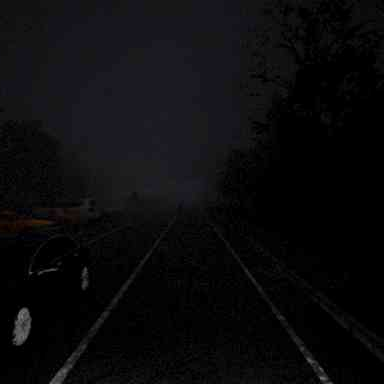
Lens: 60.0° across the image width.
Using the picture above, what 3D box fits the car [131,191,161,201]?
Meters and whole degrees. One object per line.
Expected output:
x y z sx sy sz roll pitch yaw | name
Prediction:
-10.281 1.388 72.904 5.566 2.045 2.435 0 0 0 | car

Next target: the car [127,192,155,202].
-10.306 1.494 67.332 4.553 1.767 2.185 0 0 0 | car

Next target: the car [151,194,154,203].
-10.316 1.628 64.545 4.792 1.488 2.163 0 0 0 | car

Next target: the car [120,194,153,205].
-10.268 1.606 61.761 4.792 1.488 2.163 0 0 0 | car

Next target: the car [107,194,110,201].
-23.293 1.591 81.136 5.008 1.535 2.097 0 1 0 | car

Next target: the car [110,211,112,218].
-10.102 1.934 31.942 4.792 1.488 2.163 0 -1 0 | car

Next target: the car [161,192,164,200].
-10.175 1.430 84.052 4.553 1.767 2.185 0 1 0 | car

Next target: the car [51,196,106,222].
-10.178 1.568 26.395 5.566 2.045 2.435 0 -1 0 | car

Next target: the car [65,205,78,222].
-10.174 1.735 20.839 4.892 1.521 2.231 0 -1 0 | car

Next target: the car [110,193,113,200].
-23.282 1.556 83.926 5.008 1.535 2.097 0 1 0 | car

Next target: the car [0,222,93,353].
-3.355 1.561 6.278 1.837 1.490 4.892 0 -1 0 | car

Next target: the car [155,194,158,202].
-10.258 1.634 70.110 5.008 1.535 2.097 0 0 0 | car

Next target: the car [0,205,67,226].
-9.991 1.689 18.063 5.366 1.575 1.946 0 -1 0 | car

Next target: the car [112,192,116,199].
-23.269 1.510 86.844 4.892 1.521 2.231 0 1 0 | car

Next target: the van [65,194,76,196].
-23.251 1.349 61.733 4.442 1.987 1.878 1 0 0 | van

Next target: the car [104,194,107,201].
-23.281 1.648 78.345 4.792 1.488 2.163 0 0 0 | car

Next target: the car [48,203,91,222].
-10.344 1.774 23.616 5.366 1.575 1.946 0 -1 0 | car

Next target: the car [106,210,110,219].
-10.145 1.862 29.167 5.008 1.535 2.097 0 -1 0 | car

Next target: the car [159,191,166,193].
-10.203 1.270 92.413 4.553 1.767 2.185 0 1 0 | car

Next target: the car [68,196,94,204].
-23.372 1.661 70.102 4.792 1.488 2.163 0 0 0 | car
